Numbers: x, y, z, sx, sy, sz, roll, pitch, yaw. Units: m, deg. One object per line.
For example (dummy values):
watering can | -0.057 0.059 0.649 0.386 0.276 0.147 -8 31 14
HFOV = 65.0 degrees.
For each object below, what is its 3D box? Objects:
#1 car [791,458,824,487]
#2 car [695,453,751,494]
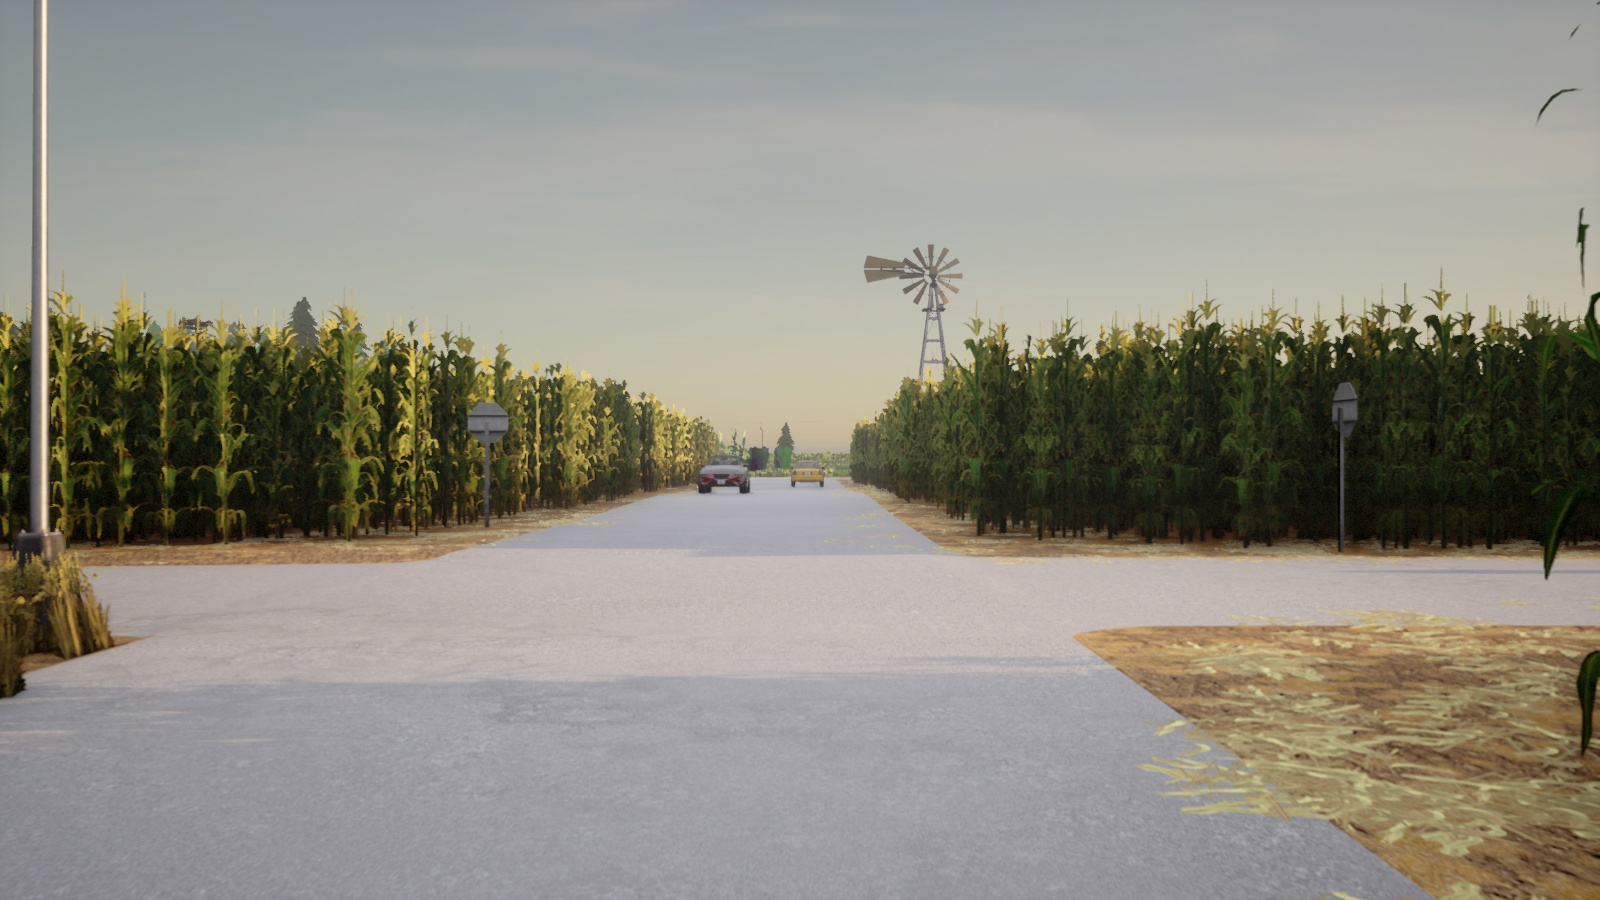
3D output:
car | 0.417 1.240 70.480 1.801 1.575 5.366 0 0 0
car | -2.818 0.889 46.856 1.816 1.474 4.193 0 -1 0
